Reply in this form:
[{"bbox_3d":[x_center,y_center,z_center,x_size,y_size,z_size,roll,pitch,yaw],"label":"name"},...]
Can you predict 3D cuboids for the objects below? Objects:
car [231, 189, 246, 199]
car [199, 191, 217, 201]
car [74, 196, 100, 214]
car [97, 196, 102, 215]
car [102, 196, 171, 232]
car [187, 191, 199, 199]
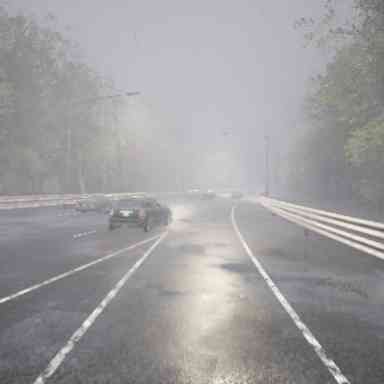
[{"bbox_3d":[8.836,0.588,64.993,2.033,1.411,5.357,1,1,14],"label":"car"},{"bbox_3d":[3.048,0.610,56.082,1.882,1.535,5.008,1,1,14],"label":"car"},{"bbox_3d":[-7.544,1.048,27.593,2.033,1.411,5.357,1,1,14],"label":"car"},{"bbox_3d":[-4.616,1.134,24.817,2.033,1.411,5.357,1,1,14],"label":"car"},{"bbox_3d":[-2.669,1.066,18.081,2.097,1.767,4.553,1,1,14],"label":"car"},{"bbox_3d":[0.556,0.573,60.611,2.033,1.411,5.357,1,1,14],"label":"car"}]
